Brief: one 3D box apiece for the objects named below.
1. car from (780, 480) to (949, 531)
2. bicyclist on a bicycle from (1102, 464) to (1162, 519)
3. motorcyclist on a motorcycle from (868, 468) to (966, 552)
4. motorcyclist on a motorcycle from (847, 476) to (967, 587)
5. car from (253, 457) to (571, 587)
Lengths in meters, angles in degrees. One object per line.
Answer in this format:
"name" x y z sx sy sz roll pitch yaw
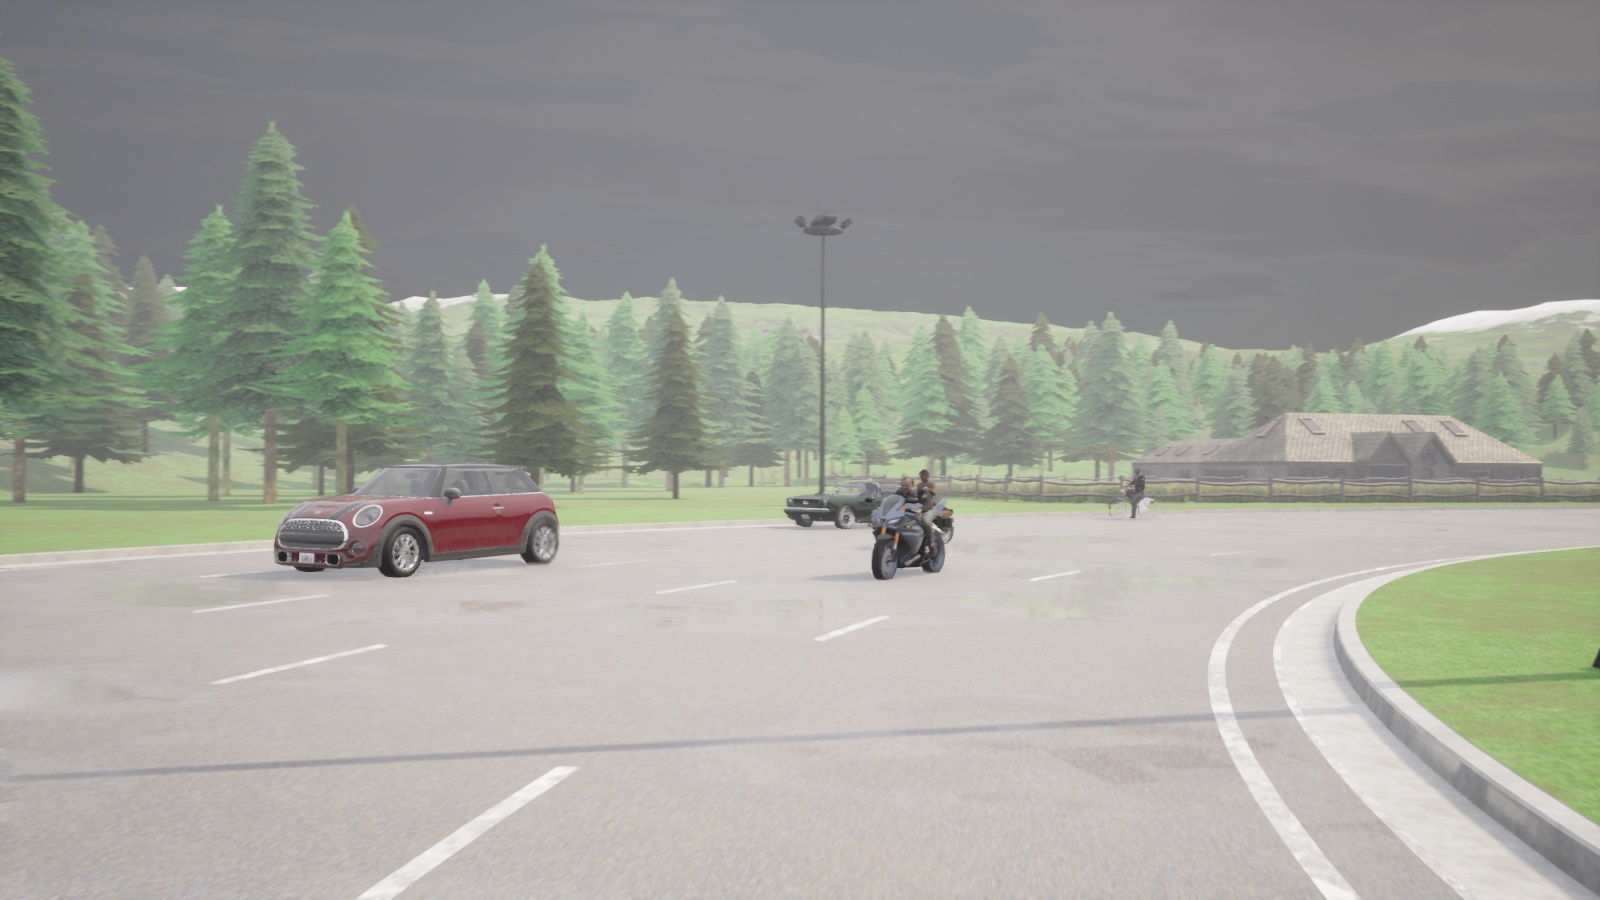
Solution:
"car" 1.853 1.500 35.172 4.718 1.301 1.895 1 -1 -41
"bicyclist on a bicycle" 10.937 1.349 41.361 1.843 1.776 0.659 0 1 -19
"motorcyclist on a motorcycle" 2.421 1.190 25.745 0.766 1.649 2.350 0 -1 41
"motorcyclist on a motorcycle" 1.627 1.159 18.719 0.866 1.530 2.191 0 -1 32
"car" -5.845 1.016 19.556 2.097 1.767 4.553 -1 -1 29
